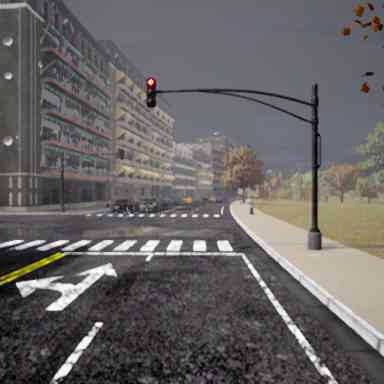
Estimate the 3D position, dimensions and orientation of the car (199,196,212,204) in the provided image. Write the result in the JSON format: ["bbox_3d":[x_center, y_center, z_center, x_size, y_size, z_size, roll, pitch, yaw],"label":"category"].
[{"bbox_3d":[2.600,1.622,69.392,2.128,1.511,4.902,0,0,10],"label":"car"}]

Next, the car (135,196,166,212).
[{"bbox_3d":[-4.743,1.374,38.432,2.097,1.767,4.553,0,0,5],"label":"car"}]

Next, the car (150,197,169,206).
[{"bbox_3d":[-5.661,1.629,58.427,2.033,1.411,5.357,0,0,8],"label":"car"}]

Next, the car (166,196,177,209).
[{"bbox_3d":[-3.829,1.649,47.378,1.895,1.301,4.718,0,0,7],"label":"car"}]

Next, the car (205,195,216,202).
[{"bbox_3d":[4.440,1.607,79.589,1.882,1.535,5.008,0,0,12],"label":"car"}]

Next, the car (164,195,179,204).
[{"bbox_3d":[-4.120,1.474,68.558,2.097,1.767,4.553,0,0,9],"label":"car"}]

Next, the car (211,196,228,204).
[{"bbox_3d":[5.813,1.678,68.898,2.033,1.411,5.357,0,0,10],"label":"car"}]

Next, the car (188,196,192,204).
[{"bbox_3d":[-1.271,1.590,65.842,1.882,1.535,5.008,0,0,9],"label":"car"}]

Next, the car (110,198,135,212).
[{"bbox_3d":[-7.986,1.527,38.661,1.837,1.490,4.892,0,0,5],"label":"car"}]

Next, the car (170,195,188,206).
[{"bbox_3d":[-2.595,1.626,56.950,2.033,1.411,5.357,0,0,8],"label":"car"}]

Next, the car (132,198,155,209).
[{"bbox_3d":[-6.981,1.598,48.356,2.033,1.411,5.357,0,0,6],"label":"car"}]
